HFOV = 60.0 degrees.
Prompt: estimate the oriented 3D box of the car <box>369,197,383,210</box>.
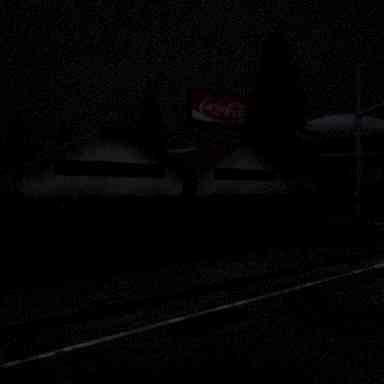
[{"bbox_3d":[23.470,1.393,41.155,4.611,1.667,2.242,0,0,-36],"label":"car"}]
